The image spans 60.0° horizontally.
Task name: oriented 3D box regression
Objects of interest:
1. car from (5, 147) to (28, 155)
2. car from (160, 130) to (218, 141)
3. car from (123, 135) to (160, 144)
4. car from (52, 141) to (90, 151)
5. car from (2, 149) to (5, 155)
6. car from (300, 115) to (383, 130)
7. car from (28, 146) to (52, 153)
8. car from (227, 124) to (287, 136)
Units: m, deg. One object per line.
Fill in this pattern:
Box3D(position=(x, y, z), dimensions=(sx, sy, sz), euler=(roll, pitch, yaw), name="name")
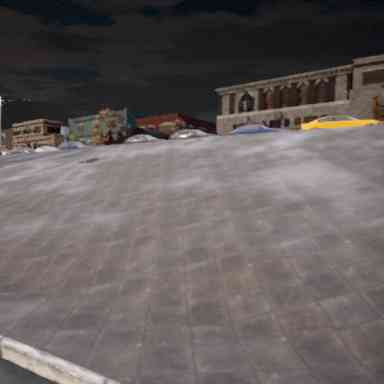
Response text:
Box3D(position=(-21.959, -5.114, 43.630), dimensions=(4.553, 1.767, 2.185), euler=(2, 1, 37), name="car")
Box3D(position=(0.225, -4.330, 27.176), dimensions=(4.892, 1.521, 2.231), euler=(2, 1, 36), name="car")
Box3D(position=(-4.211, -4.472, 30.458), dimensions=(4.892, 1.521, 2.231), euler=(2, 1, 37), name="car")
Box3D(position=(-12.992, -4.855, 36.975), dimensions=(4.553, 1.767, 2.185), euler=(2, 1, 37), name="car")
Box3D(position=(-26.391, -5.238, 46.920), dimensions=(4.553, 1.767, 2.185), euler=(2, 1, 37), name="car")
Box3D(position=(9.332, -4.005, 20.845), dimensions=(5.008, 1.535, 2.097), euler=(2, 1, 34), name="car")
Box3D(position=(-17.405, -4.817, 40.251), dimensions=(4.674, 1.452, 2.002), euler=(2, 1, 37), name="car")
Box3D(position=(4.744, -4.130, 23.963), dimensions=(4.674, 1.452, 2.002), euler=(2, 1, 35), name="car")
